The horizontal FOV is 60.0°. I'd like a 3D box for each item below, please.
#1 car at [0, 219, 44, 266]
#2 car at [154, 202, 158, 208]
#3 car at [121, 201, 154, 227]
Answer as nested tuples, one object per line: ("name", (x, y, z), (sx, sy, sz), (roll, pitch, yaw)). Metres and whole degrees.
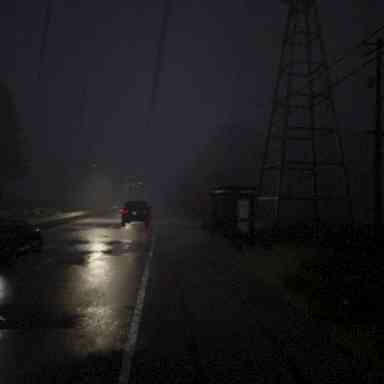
("car", (-6.877, 1.684, 11.871), (1.994, 1.385, 4.181), (2, -1, -5))
("car", (-9.558, 3.231, 82.895), (1.812, 1.442, 4.674), (2, -1, -5))
("car", (-4.601, 1.769, 27.939), (2.150, 2.045, 5.566), (2, -2, -5))
